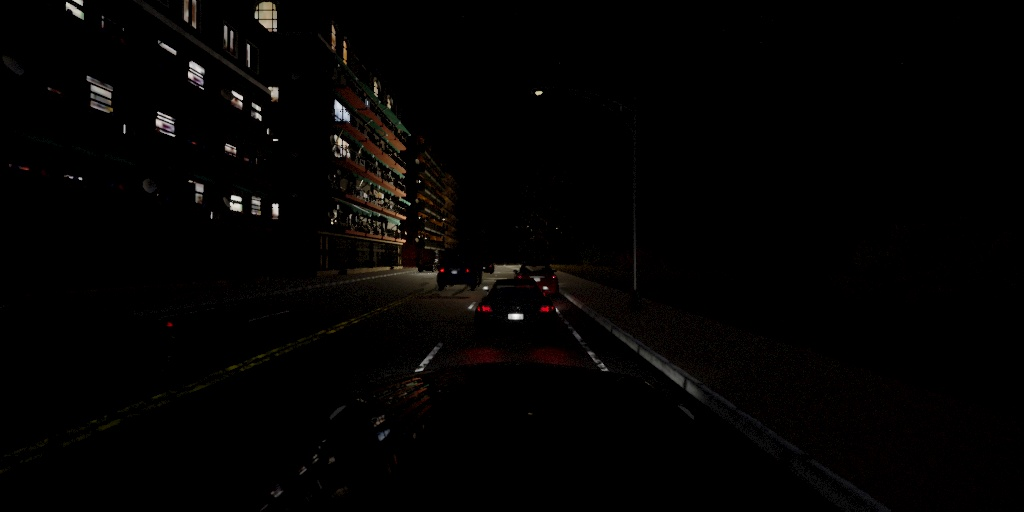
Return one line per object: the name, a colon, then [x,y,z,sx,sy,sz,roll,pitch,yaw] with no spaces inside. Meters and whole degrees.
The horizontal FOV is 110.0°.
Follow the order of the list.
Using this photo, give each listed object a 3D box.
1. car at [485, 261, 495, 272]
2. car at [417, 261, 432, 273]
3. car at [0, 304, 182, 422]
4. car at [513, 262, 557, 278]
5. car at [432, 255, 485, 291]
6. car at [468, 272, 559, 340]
car: [-3.127,1.315,42.372,1.994,1.385,4.181,0,0,0]
car: [-9.828,1.299,43.027,2.033,1.411,5.357,0,0,0]
car: [-6.598,1.314,4.305,1.994,1.385,4.181,0,0,0]
car: [1.146,1.103,18.548,2.097,1.767,4.553,0,0,0]
car: [-3.139,0.974,22.237,2.150,2.045,5.566,0,0,0]
car: [0.099,1.315,9.967,1.994,1.385,4.181,0,0,0]
